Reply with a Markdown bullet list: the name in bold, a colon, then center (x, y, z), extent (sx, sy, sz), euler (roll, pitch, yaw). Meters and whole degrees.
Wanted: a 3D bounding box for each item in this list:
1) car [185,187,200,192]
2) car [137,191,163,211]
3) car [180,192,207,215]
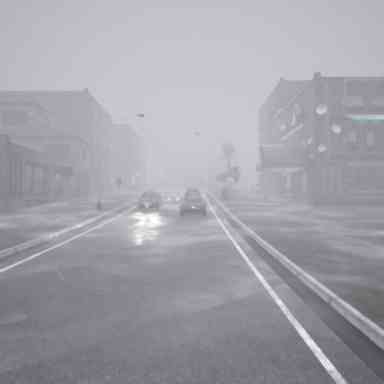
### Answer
- **car**: center (0.085, 0.097, 42.583), extent (1.994, 1.385, 4.181), euler (0, 3, 0)
- **car**: center (-3.606, 0.723, 29.052), extent (2.128, 1.511, 4.902), euler (0, 3, 0)
- **car**: center (0.091, 0.964, 25.657), extent (1.994, 1.385, 4.181), euler (0, 3, 0)
